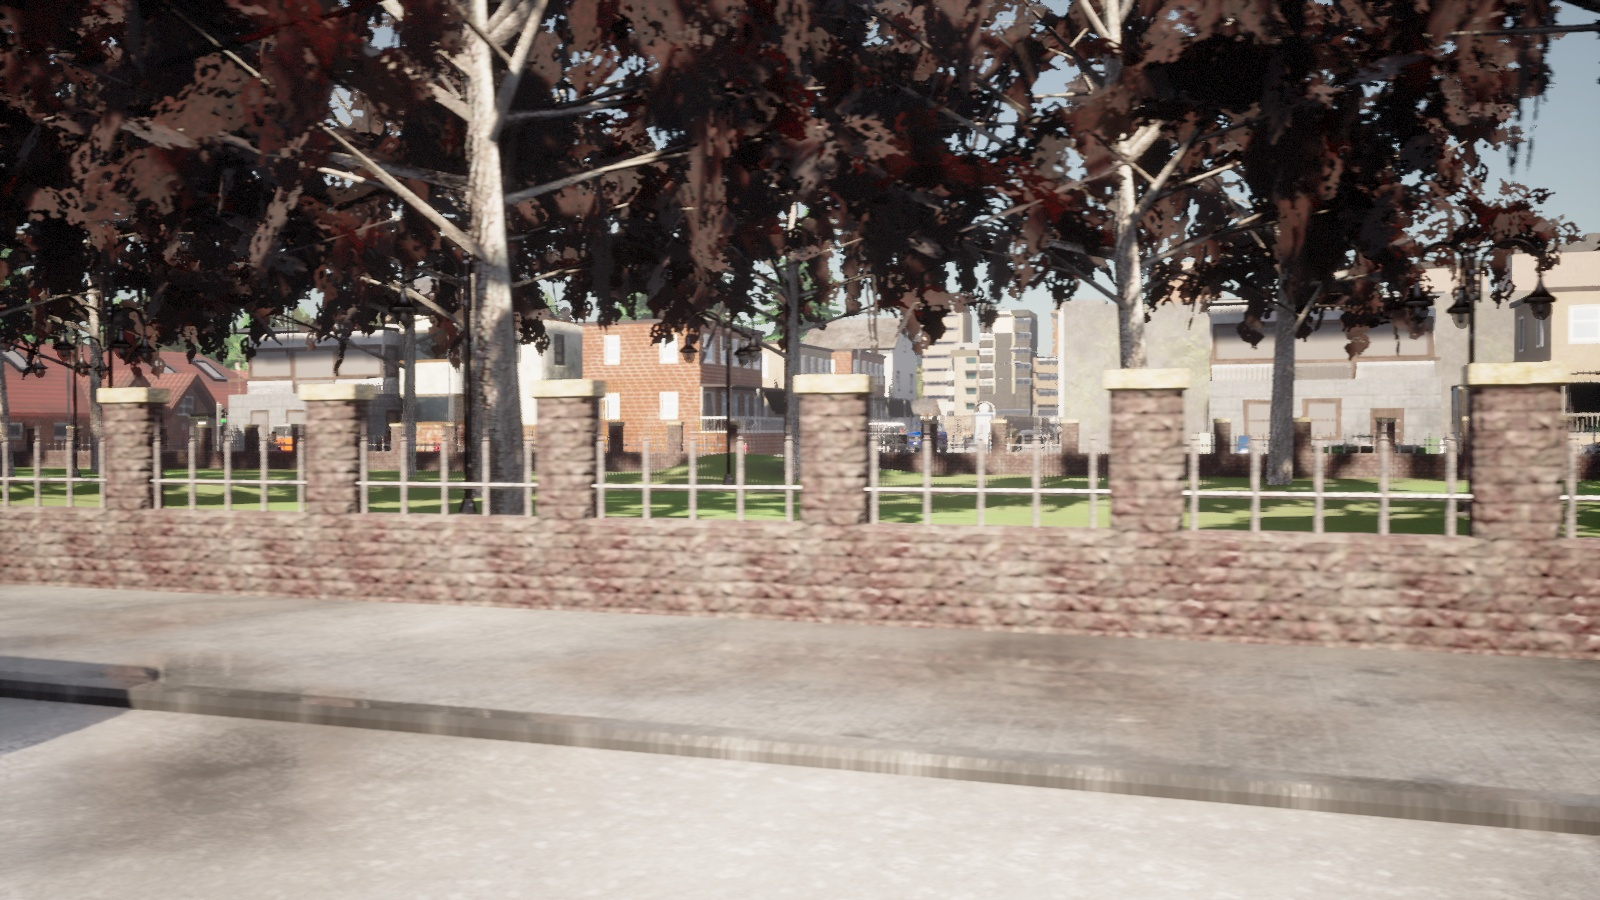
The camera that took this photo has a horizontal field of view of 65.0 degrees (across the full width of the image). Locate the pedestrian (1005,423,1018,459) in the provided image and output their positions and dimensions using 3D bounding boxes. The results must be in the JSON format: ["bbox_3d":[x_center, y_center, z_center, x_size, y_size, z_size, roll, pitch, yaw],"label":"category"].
[{"bbox_3d":[11.171,-0.484,66.317,0.395,1.930,0.692,1,1,35],"label":"pedestrian"}]

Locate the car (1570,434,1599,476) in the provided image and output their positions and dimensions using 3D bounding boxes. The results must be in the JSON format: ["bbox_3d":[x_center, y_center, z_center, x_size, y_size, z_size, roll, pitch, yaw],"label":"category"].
[{"bbox_3d":[30.878,0.173,45.308,4.902,1.511,2.128,1,1,19],"label":"car"}]

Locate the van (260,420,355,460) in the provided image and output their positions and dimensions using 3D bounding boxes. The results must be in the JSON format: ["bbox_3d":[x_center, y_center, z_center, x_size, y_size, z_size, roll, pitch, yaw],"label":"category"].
[{"bbox_3d":[-25.191,-0.542,64.262,4.442,1.987,1.775,1,1,18],"label":"van"}]

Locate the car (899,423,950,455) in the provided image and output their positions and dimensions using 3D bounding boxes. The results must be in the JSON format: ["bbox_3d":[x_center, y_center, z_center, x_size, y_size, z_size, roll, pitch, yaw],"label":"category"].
[{"bbox_3d":[8.361,-0.767,83.920,2.150,2.045,5.566,1,1,19],"label":"car"}]

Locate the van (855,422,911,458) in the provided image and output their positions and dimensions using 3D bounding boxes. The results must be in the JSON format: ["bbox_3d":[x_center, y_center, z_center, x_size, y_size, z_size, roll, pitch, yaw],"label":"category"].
[{"bbox_3d":[4.918,-0.606,73.574,2.069,2.038,4.480,1,1,21],"label":"van"}]

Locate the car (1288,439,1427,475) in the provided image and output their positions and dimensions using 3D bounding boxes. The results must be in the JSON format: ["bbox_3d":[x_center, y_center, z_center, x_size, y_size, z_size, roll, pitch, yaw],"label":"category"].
[{"bbox_3d":[21.442,0.231,48.497,4.718,1.301,1.895,1,1,19],"label":"car"}]
